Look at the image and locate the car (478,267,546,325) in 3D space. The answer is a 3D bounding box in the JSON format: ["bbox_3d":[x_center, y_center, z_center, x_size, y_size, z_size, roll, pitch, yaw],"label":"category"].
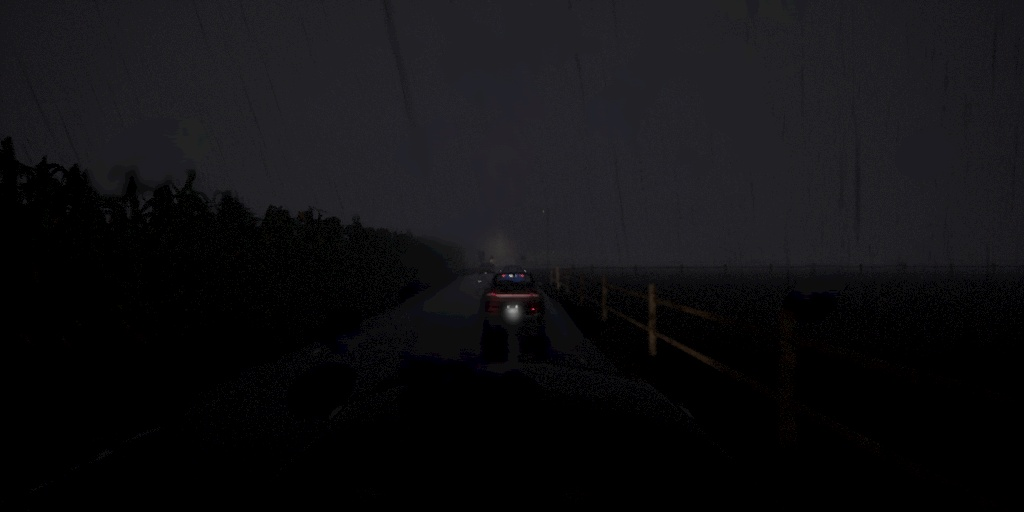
[{"bbox_3d":[0.062,1.291,12.014,2.128,1.511,4.902,0,0,0],"label":"car"}]

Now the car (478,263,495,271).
[{"bbox_3d":[-2.849,1.469,41.314,2.033,1.411,5.357,0,0,0],"label":"car"}]

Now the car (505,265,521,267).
[{"bbox_3d":[0.065,1.411,27.056,2.033,1.411,5.357,0,0,0],"label":"car"}]
